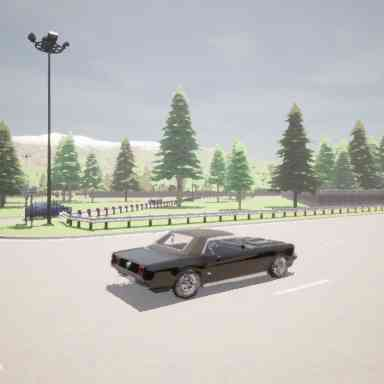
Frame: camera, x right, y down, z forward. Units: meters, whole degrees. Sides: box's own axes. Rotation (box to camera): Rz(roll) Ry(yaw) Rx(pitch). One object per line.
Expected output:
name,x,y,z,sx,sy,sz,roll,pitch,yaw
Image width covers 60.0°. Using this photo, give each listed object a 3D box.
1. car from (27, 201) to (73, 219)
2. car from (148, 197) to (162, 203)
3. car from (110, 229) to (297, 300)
car,-12.317,1.526,28.908,1.812,1.442,4.674,0,0,17
car,-6.586,1.601,60.102,1.895,1.301,4.718,0,0,5
car,0.511,1.601,8.403,4.718,1.301,1.895,0,0,-35
